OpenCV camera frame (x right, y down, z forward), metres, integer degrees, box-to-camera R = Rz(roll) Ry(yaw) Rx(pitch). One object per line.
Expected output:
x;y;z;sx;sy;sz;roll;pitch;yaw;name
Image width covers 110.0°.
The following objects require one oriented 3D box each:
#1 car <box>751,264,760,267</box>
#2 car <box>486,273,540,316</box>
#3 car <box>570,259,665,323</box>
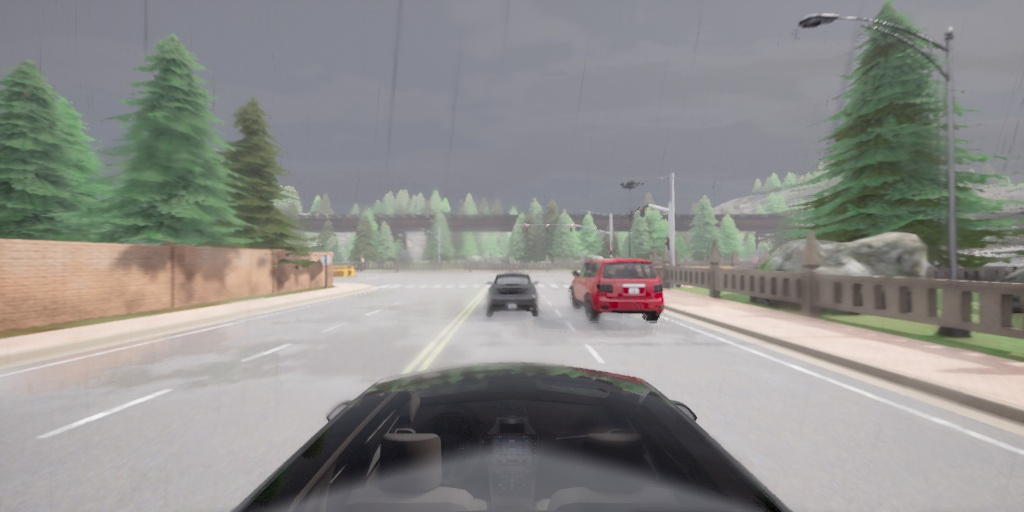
38.005;1.938;51.903;4.718;1.301;1.895;-1;-1;1;car
0.042;1.416;14.122;1.837;1.490;4.892;0;0;1;car
3.529;1.118;12.988;2.150;2.045;5.566;0;0;0;car
